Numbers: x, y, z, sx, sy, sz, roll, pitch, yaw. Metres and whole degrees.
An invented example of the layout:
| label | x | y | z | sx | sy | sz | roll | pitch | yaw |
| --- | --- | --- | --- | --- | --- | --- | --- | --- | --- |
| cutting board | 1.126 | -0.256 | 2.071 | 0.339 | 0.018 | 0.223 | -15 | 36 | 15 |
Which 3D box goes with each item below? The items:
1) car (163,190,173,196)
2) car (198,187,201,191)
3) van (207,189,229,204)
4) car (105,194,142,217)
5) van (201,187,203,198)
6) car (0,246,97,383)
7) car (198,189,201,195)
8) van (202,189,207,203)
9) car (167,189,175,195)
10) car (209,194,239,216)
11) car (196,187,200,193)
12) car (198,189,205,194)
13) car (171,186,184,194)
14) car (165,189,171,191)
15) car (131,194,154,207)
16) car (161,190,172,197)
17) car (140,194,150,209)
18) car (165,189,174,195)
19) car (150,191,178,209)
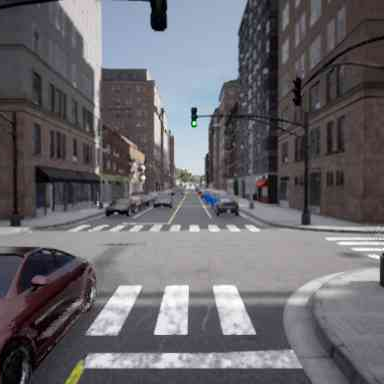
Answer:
| label | x | y | z | sx | sy | sz | roll | pitch | yaw |
| --- | --- | --- | --- | --- | --- | --- | --- | --- | --- |
| car | -5.466 | 0.160 | 76.960 | 2.008 | 1.369 | 4.403 | 0 | 1 | 0 |
| car | 2.570 | 0.339 | 65.776 | 1.752 | 1.417 | 4.829 | 0 | 1 | 0 |
| van | 2.605 | 0.777 | 31.514 | 1.690 | 1.788 | 3.998 | 0 | 1 | 0 |
| car | -5.414 | 1.103 | 25.829 | 1.947 | 1.339 | 4.313 | 0 | 1 | 0 |
| van | 2.588 | 0.468 | 48.559 | 1.690 | 1.788 | 3.998 | 0 | 1 | 0 |
| car | -2.754 | 1.490 | 4.551 | 1.994 | 1.385 | 4.181 | 0 | 1 | 0 |
| car | 2.576 | 0.502 | 59.926 | 1.802 | 1.307 | 4.206 | 0 | 1 | 0 |
| van | 2.594 | 0.571 | 42.877 | 1.690 | 1.788 | 3.998 | 0 | 1 | 0 |
| car | -5.478 | -0.032 | 88.324 | 1.947 | 1.339 | 4.313 | 0 | 1 | 0 |
| car | 2.611 | 1.088 | 25.837 | 2.008 | 1.369 | 4.403 | 0 | 1 | 0 |
| car | 2.553 | 0.050 | 82.650 | 1.887 | 1.381 | 4.507 | 0 | 1 | 0 |
| car | 2.542 | -0.158 | 94.013 | 1.887 | 1.381 | 4.507 | 0 | 1 | 0 |
| car | -2.819 | -0.176 | 68.211 | 2.150 | 2.045 | 5.566 | 0 | 1 | 0 |
| car | -5.449 | 0.486 | 59.917 | 1.947 | 1.339 | 4.313 | 0 | 1 | 0 |
| car | -5.425 | 0.899 | 37.192 | 1.947 | 1.339 | 4.313 | 0 | 1 | 0 |
| car | -5.460 | 0.258 | 71.279 | 1.887 | 1.381 | 4.507 | 0 | 1 | 0 |
| car | -5.420 | 1.018 | 31.510 | 1.802 | 1.307 | 4.206 | 0 | 1 | 0 |
| car | -5.472 | 0.050 | 82.642 | 1.887 | 1.381 | 4.507 | 0 | 1 | 0 |
| car | -2.785 | 0.944 | 33.754 | 2.033 | 1.411 | 5.357 | 0 | 1 | 0 |
